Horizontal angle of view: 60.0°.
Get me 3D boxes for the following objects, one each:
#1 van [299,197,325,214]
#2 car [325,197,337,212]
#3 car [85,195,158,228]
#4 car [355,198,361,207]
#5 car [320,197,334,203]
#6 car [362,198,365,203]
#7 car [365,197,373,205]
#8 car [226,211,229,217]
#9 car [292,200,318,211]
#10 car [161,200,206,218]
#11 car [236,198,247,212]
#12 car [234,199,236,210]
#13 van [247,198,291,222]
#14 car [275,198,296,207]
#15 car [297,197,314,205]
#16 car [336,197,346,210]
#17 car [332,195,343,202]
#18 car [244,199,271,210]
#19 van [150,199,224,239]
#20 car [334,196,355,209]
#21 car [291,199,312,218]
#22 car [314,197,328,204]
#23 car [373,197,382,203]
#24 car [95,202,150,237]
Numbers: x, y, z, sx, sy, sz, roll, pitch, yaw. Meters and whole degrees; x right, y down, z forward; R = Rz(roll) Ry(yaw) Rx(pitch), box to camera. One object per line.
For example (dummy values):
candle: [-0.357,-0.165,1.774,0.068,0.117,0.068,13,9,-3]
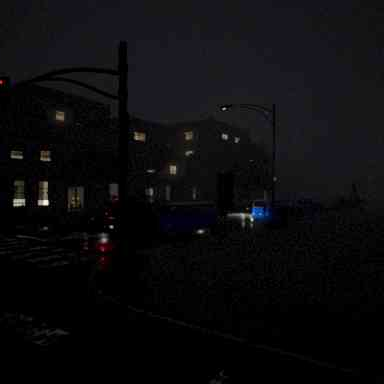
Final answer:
van: [12.605,1.469,35.723,1.690,1.788,3.998,0,0,35]
car: [15.879,1.671,40.379,1.752,1.417,4.829,0,0,35]
car: [-4.262,1.248,21.802,2.150,2.045,5.566,1,0,35]
car: [25.313,1.517,53.790,2.192,1.841,5.009,0,0,35]
car: [31.174,1.793,76.690,1.947,1.339,4.313,0,0,35]
car: [28.587,1.748,58.445,1.752,1.417,4.829,0,0,35]
car: [34.842,1.810,67.338,1.887,1.381,4.507,0,0,35]
car: [1.551,1.530,30.064,1.882,1.535,5.008,1,0,35]
car: [14.812,1.734,43.360,1.895,1.301,4.718,1,0,35]
car: [-0.691,1.559,31.388,1.752,1.417,4.829,0,0,35]
car: [7.509,1.575,38.520,2.128,1.511,4.902,1,0,35]
car: [5.762,1.507,40.560,1.967,1.590,4.097,0,0,35]
van: [6.252,1.436,26.691,1.690,1.788,3.998,0,0,35]
car: [15.291,1.666,54.108,1.887,1.381,4.507,0,0,35]
car: [21.645,1.706,63.141,1.887,1.381,4.507,0,0,35]
car: [18.958,1.729,44.756,1.947,1.339,4.313,0,0,35]
car: [37.529,1.713,85.723,1.967,1.590,4.097,0,0,35]
car: [8.937,1.629,45.077,1.887,1.381,4.507,0,0,35]
van: [-0.102,1.407,17.658,1.690,1.788,3.998,0,0,35]
car: [22.136,1.497,49.273,2.192,1.841,5.009,0,0,35]
car: [9.427,1.656,31.206,1.887,1.381,4.507,0,0,35]
car: [27.900,1.729,72.035,1.752,1.417,4.829,0,0,35]
car: [44.373,1.900,80.887,1.947,1.339,4.313,0,0,35]
car: [-2.621,1.537,18.666,2.128,1.511,4.902,1,0,36]
